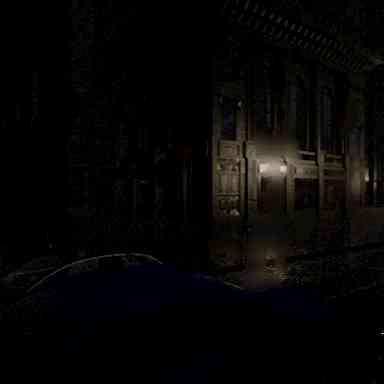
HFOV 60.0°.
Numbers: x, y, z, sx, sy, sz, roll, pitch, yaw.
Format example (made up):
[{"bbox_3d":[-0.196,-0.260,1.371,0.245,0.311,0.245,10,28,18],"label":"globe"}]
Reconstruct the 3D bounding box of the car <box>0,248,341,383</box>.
[{"bbox_3d":[-0.769,1.486,2.829,5.008,1.535,1.882,1,0,-35],"label":"car"}]

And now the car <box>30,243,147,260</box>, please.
[{"bbox_3d":[-1.850,1.564,5.330,4.403,1.369,2.008,1,-1,-35],"label":"car"}]
